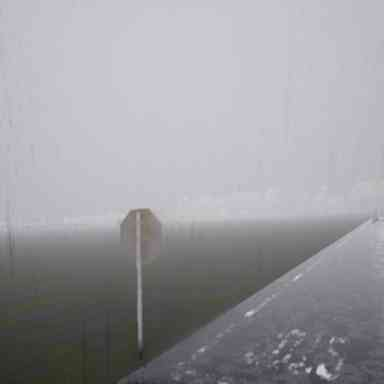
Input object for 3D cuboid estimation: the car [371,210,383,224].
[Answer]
[{"bbox_3d":[21.923,2.838,38.364,2.128,1.511,4.902,-4,-4,31],"label":"car"}]
